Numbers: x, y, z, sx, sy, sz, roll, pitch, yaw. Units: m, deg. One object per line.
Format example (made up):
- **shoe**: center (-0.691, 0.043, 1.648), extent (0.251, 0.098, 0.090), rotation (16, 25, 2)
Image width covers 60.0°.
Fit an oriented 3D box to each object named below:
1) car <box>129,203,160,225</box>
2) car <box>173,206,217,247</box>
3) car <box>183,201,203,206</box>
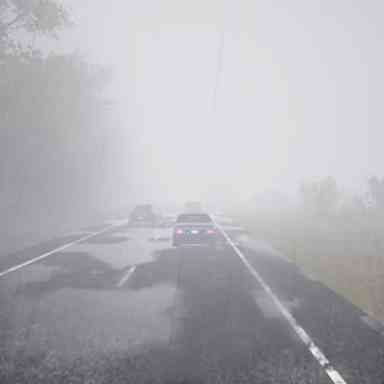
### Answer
- **car**: center (-3.395, 1.561, 24.288), extent (1.812, 1.442, 4.674), rotation (0, 0, 0)
- **car**: center (0.101, 1.571, 15.186), extent (2.033, 1.411, 5.357), rotation (0, 0, 0)
- **car**: center (0.103, 1.593, 33.053), extent (2.033, 1.411, 5.357), rotation (0, 0, 0)
